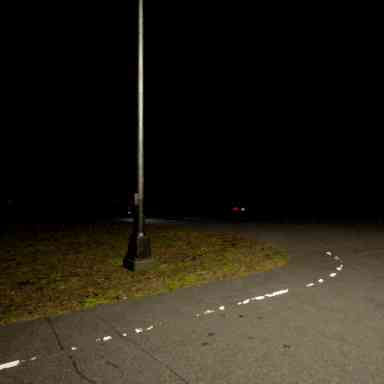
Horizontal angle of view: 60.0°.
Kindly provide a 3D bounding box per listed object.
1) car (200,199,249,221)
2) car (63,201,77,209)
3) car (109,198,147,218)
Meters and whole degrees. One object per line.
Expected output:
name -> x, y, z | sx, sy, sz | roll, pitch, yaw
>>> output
car -> 3.119, 1.763, 32.865 | 2.150, 2.045, 5.566 | 3, -3, -36
car -> -27.518, 2.876, 75.142 | 2.097, 1.767, 4.553 | 3, -3, -36
car -> -6.768, 1.638, 34.585 | 2.150, 2.045, 5.566 | 3, -3, -36
